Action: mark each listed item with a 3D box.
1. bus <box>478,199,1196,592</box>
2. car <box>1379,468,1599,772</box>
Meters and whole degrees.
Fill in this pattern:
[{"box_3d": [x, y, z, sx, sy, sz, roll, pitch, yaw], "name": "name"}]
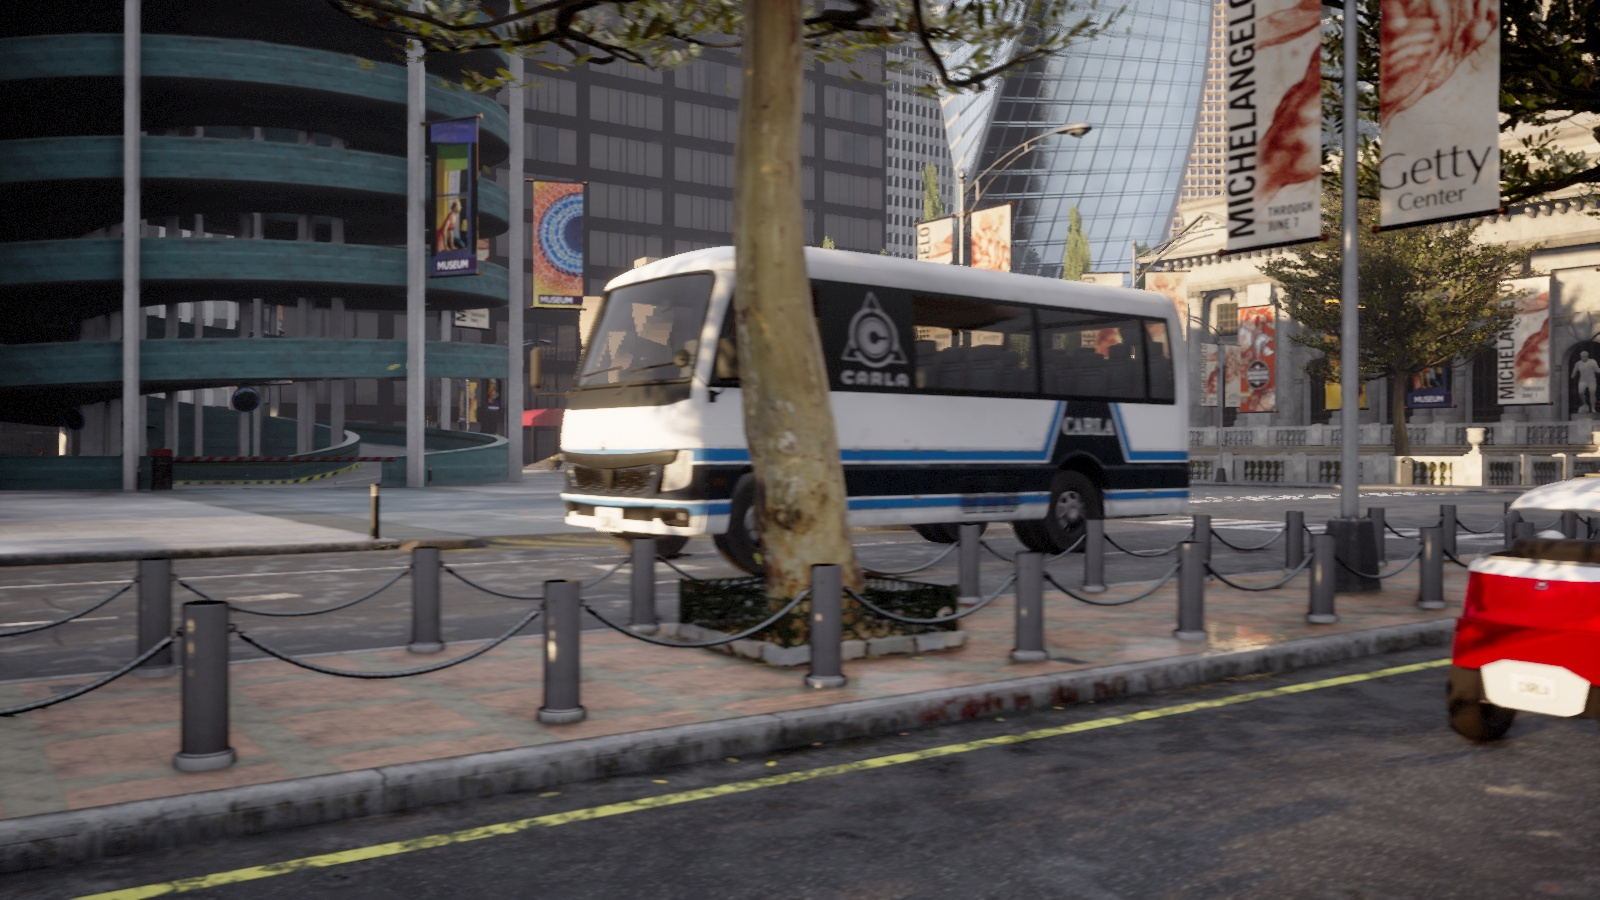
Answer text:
[{"box_3d": [0.983, -0.589, 18.288, 10.273, 4.253, 3.944, 0, 0, -38], "name": "bus"}, {"box_3d": [4.434, 0.807, 6.745, 2.207, 1.376, 1.481, 0, 0, -35], "name": "car"}]
